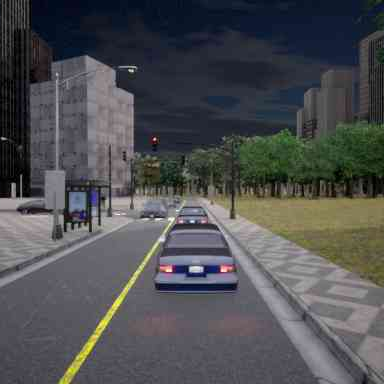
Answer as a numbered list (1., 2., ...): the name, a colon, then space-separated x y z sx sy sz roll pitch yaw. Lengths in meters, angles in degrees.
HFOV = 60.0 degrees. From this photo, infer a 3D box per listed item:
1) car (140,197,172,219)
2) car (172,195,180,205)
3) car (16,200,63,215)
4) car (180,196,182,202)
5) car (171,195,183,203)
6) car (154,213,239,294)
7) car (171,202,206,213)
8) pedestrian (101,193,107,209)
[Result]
1. car: -3.129 1.335 28.276 2.097 1.767 4.553 0 0 0
2. car: -3.142 1.449 45.169 2.128 1.511 4.902 0 0 0
3. car: -14.381 1.478 32.032 4.674 1.442 1.812 0 0 2
4. car: -3.141 1.499 58.267 1.994 1.385 4.181 0 0 0
5. car: -3.098 1.438 69.304 2.128 1.511 4.902 0 0 0
6. car: 0.084 1.545 8.952 2.033 1.411 5.357 0 0 0
7. car: 0.058 1.538 19.287 2.033 1.411 5.357 0 0 1
8. pedestrian: -10.122 1.052 38.143 0.375 1.860 0.375 0 0 1
